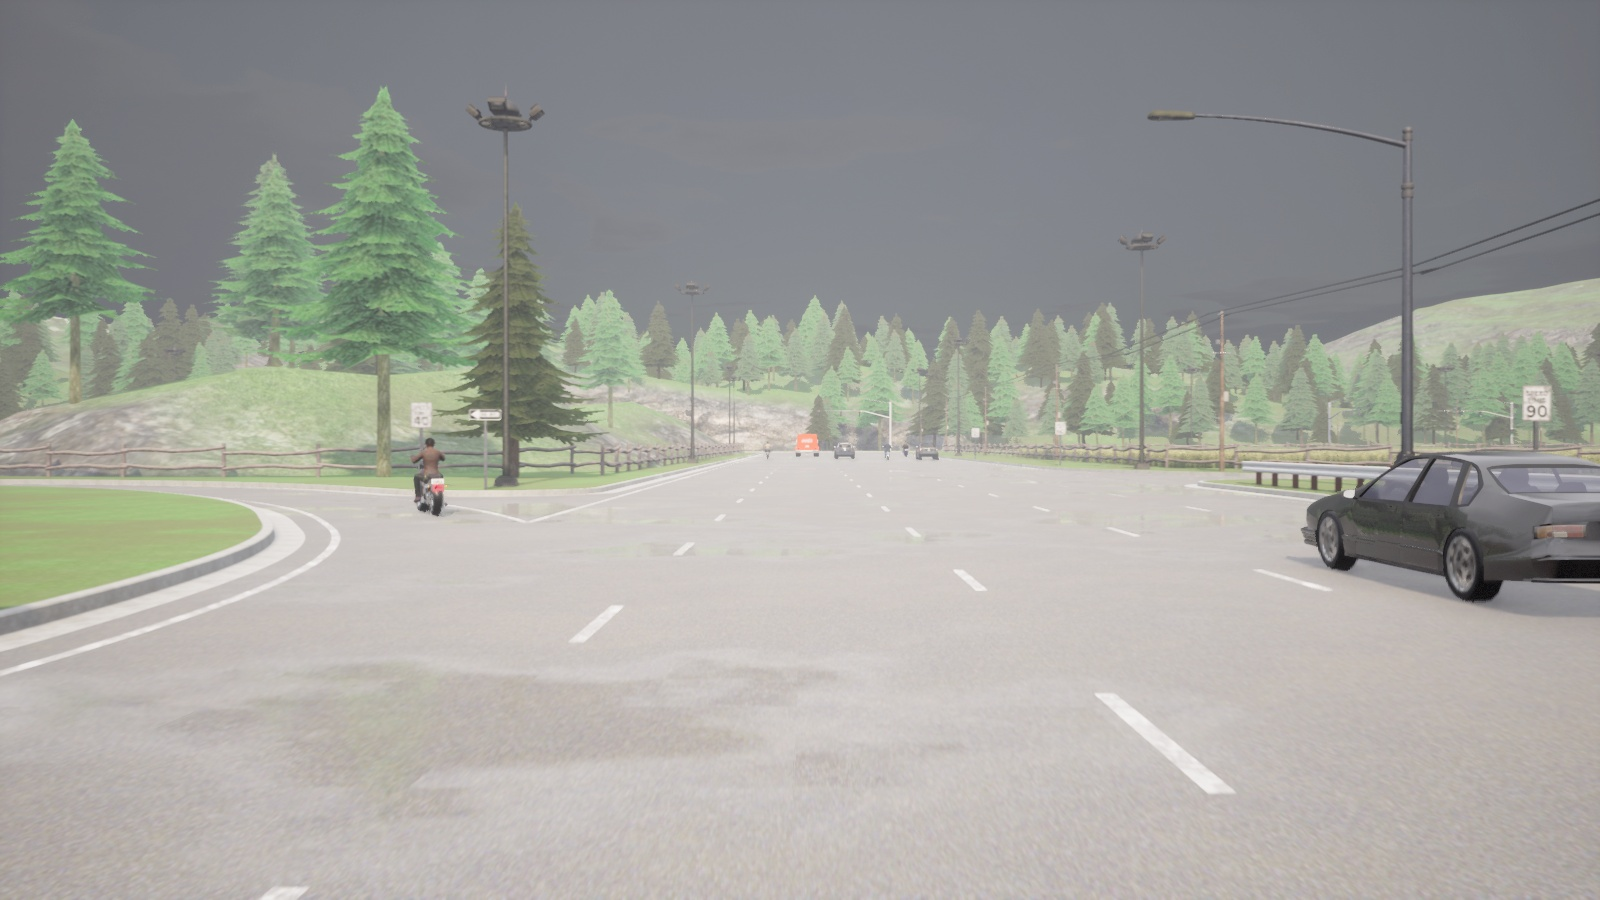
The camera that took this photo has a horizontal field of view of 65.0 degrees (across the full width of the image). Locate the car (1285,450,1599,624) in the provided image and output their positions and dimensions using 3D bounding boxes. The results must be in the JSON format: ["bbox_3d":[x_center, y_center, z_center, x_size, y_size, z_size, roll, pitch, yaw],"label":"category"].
[{"bbox_3d":[7.089,0.726,13.081,2.033,1.411,5.357,0,0,0],"label":"car"}]

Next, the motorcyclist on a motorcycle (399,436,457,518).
[{"bbox_3d":[-7.887,0.541,26.542,0.766,1.649,2.350,-1,0,-26],"label":"motorcyclist on a motorcycle"}]
